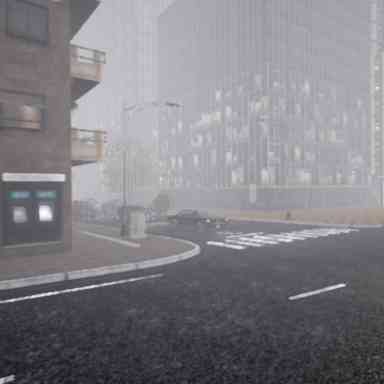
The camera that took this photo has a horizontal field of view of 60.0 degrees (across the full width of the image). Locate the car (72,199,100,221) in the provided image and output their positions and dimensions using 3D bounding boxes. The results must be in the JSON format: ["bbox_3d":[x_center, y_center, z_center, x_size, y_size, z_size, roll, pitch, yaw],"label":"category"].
[{"bbox_3d":[-11.290,1.819,33.344,2.192,1.841,5.009,-2,0,-36],"label":"car"}]

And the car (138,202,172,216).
[{"bbox_3d":[-4.322,1.959,38.486,2.008,1.369,4.403,-2,0,-36],"label":"car"}]

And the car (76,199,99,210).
[{"bbox_3d":[-17.890,2.075,56.599,2.192,1.841,5.009,-2,0,-36],"label":"car"}]

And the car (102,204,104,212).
[{"bbox_3d":[-12.702,2.046,39.905,1.882,1.535,5.008,-1,-1,-36],"label":"car"}]

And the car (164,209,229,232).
[{"bbox_3d":[0.339,1.830,22.122,1.895,1.301,4.718,-1,0,-35],"label":"car"}]

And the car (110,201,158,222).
[{"bbox_3d":[-5.210,1.876,29.719,1.837,1.490,4.892,-1,0,-36],"label":"car"}]

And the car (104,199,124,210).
[{"bbox_3d":[-11.178,1.900,47.492,2.192,1.841,5.009,-2,0,-36],"label":"car"}]
